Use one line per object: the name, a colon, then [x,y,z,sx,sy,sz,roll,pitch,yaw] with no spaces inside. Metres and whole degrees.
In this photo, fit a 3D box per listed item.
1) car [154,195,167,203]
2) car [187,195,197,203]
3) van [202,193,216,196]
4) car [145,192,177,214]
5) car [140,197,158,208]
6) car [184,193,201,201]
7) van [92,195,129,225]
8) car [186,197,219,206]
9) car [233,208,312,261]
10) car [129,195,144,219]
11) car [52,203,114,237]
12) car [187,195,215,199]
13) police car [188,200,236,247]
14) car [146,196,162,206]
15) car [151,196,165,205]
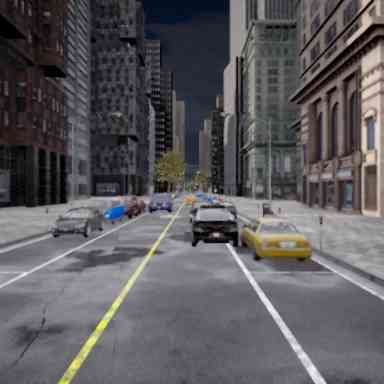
car: [-5.749,1.339,61.533,1.887,1.381,4.507,0,0,0]
car: [0.030,1.349,66.070,1.994,1.385,4.181,0,0,0]
van: [2.800,1.171,50.461,1.690,1.788,3.998,0,0,0]
car: [-3.078,1.105,34.197,2.150,2.045,5.566,0,0,0]
car: [-5.752,1.374,44.787,1.752,1.417,4.829,0,0,0]
car: [0.024,1.305,51.296,1.882,1.535,5.008,0,0,0]
van: [-5.757,1.263,22.855,1.690,1.788,3.998,0,0,0]
car: [0.804,1.395,24.849,1.882,1.535,5.008,0,0,2]
car: [2.776,1.485,11.957,1.752,1.417,4.829,0,0,0]
car: [-5.755,1.219,28.380,2.192,1.841,5.009,0,0,0]
car: [-5.759,1.492,17.330,2.008,1.369,4.403,0,0,0]
car: [0.812,1.375,30.799,1.882,1.535,5.008,0,0,-2]
police car: [0.907,1.374,14.935,1.930,1.638,5.238,0,0,0]
car: [-5.751,1.375,50.482,1.887,1.381,4.507,0,0,0]
car: [-5.750,1.357,56.008,1.887,1.381,4.507,0,0,0]
